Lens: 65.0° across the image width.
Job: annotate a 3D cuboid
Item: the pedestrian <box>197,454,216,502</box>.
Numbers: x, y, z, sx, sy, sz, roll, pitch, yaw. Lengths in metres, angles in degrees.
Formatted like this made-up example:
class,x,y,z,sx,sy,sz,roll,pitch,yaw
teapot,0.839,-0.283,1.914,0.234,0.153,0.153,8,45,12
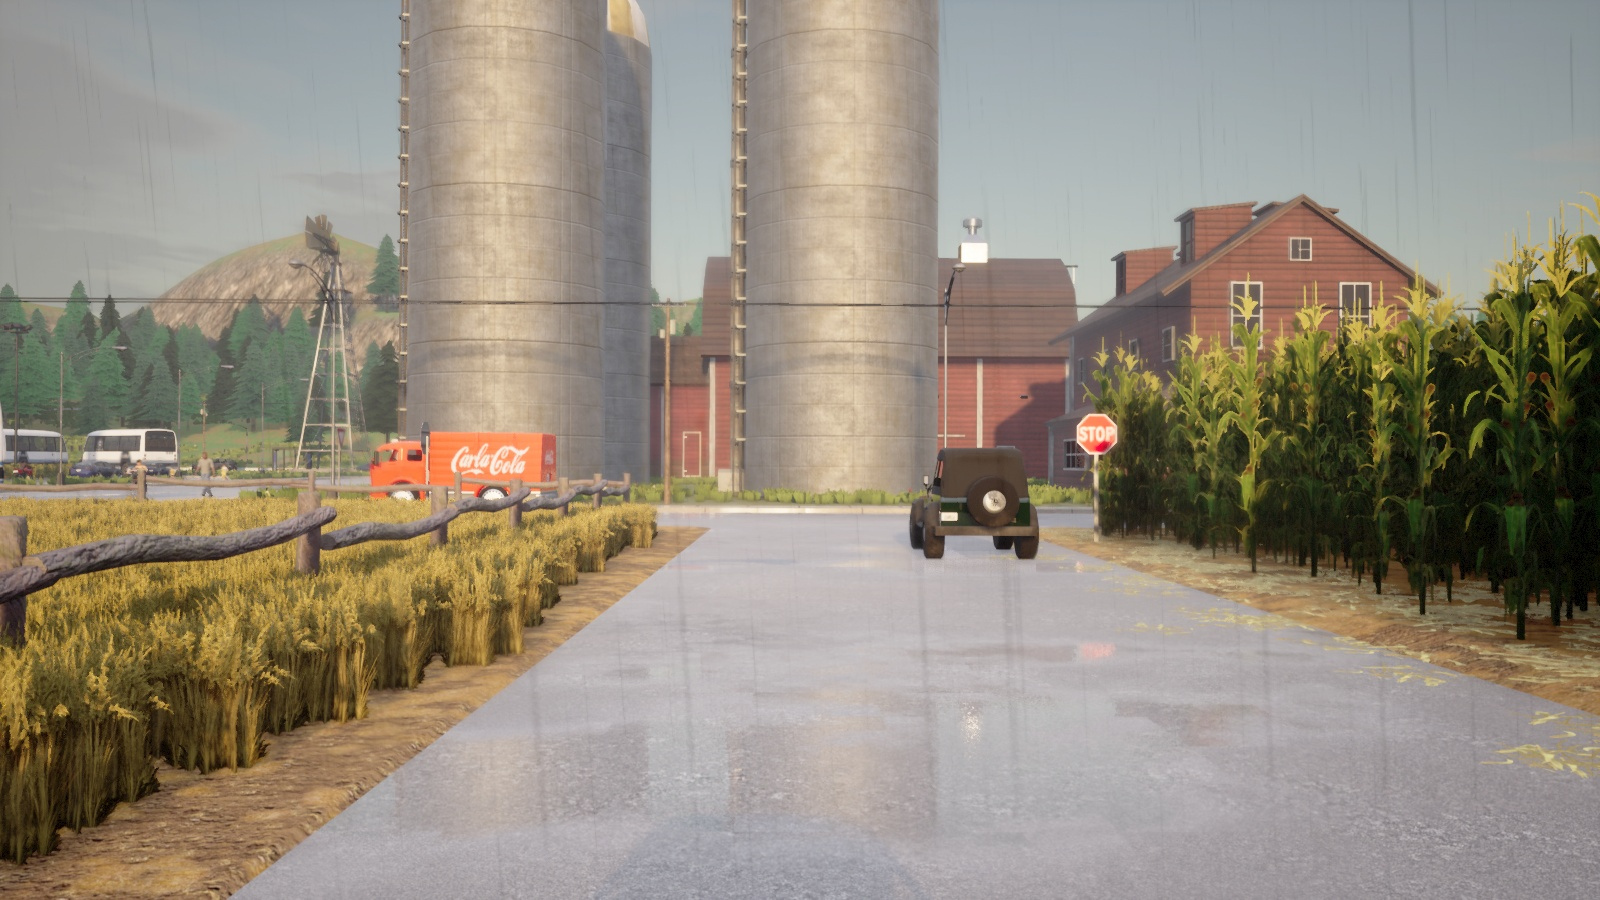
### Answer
class,x,y,z,sx,sy,sz,roll,pitch,yaw
pedestrian,-22.784,1.078,48.204,0.354,1.836,0.706,0,-1,3

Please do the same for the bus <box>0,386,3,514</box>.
class,x,y,z,sx,sy,sz,roll,pitch,yaw
bus,-30.943,-0.012,38.534,3.944,4.253,10.273,-1,-1,31

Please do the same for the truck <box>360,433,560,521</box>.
class,x,y,z,sx,sy,sz,roll,pitch,yaw
truck,-9.943,0.781,37.099,5.204,2.467,2.627,0,-1,1

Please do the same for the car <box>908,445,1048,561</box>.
class,x,y,z,sx,sy,sz,roll,pitch,yaw
car,3.037,0.872,22.190,1.905,1.878,3.866,0,-1,0
